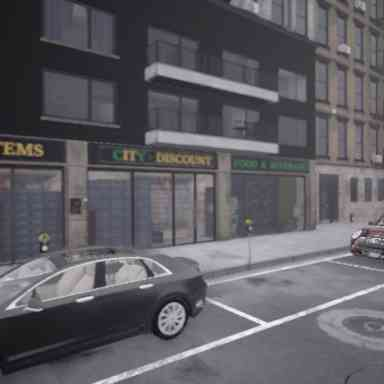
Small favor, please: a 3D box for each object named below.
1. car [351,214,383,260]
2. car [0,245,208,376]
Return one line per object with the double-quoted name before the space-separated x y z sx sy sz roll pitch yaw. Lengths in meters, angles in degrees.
"car" 7.193 1.382 11.314 4.097 1.590 1.967 0 0 -35
"car" -1.781 1.545 4.917 4.403 1.369 2.008 0 0 -35
